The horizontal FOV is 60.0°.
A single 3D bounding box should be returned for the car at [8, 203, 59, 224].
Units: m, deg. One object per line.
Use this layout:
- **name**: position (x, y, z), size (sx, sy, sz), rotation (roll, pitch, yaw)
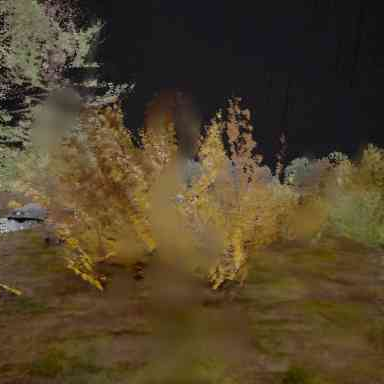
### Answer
- **car**: position (-10.923, 1.481, 24.464), size (2.033, 1.411, 5.357), rotation (0, 0, 13)
